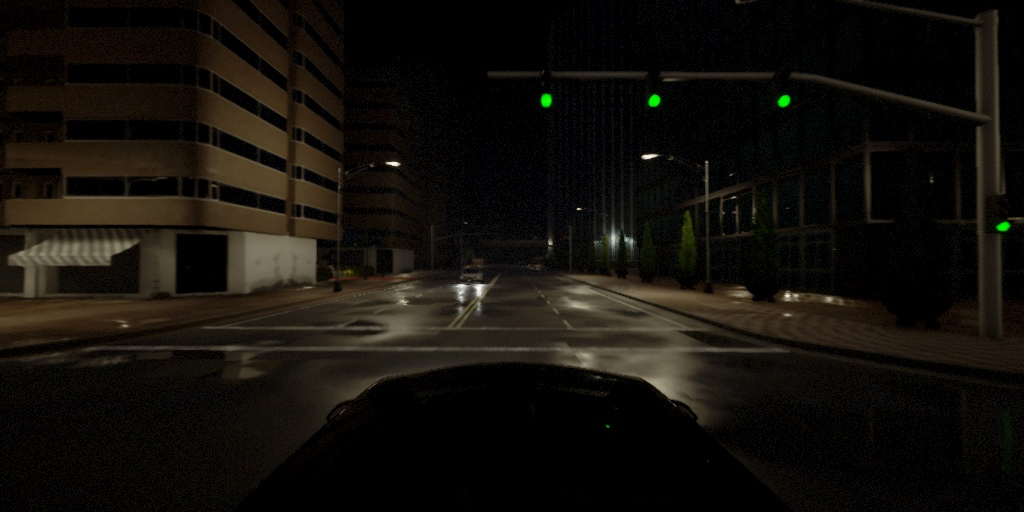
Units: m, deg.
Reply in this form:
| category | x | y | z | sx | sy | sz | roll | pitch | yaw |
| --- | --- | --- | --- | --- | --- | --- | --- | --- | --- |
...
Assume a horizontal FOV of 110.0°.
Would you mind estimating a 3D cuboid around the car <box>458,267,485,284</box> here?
| category | x | y | z | sx | sy | sz | roll | pitch | yaw |
| --- | --- | --- | --- | --- | --- | --- | --- | --- | --- |
| car | -3.509 | 1.722 | 31.817 | 1.812 | 1.442 | 4.674 | 0 | 0 | 0 |
